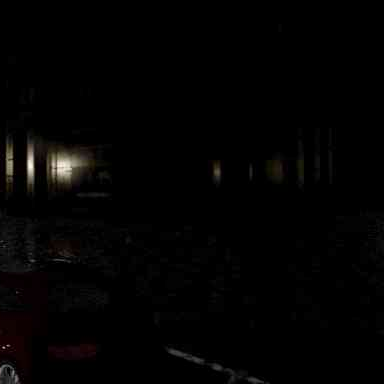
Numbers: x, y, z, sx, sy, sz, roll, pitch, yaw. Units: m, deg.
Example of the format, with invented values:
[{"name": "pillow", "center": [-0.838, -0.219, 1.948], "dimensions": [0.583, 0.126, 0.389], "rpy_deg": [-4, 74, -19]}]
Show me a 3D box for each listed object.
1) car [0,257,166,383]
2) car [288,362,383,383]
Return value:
[{"name": "car", "center": [-2.248, 1.581, 4.565], "dimensions": [4.206, 1.307, 1.802], "rpy_deg": [0, 0, 35]}, {"name": "car", "center": [2.377, 1.550, 1.272], "dimensions": [4.403, 1.369, 2.008], "rpy_deg": [0, 0, 35]}]
